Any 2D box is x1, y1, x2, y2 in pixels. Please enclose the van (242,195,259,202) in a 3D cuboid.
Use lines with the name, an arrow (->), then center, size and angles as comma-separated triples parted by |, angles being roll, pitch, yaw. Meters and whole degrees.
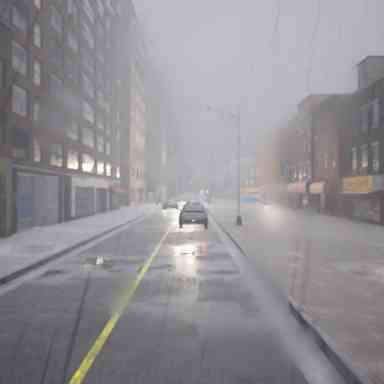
van -> 13.716, 1.480, 76.361 | 3.998, 1.788, 1.690 | 0, 0, 0

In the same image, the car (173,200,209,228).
car -> 0.093, 1.509, 22.249 | 2.128, 1.511, 4.902 | 0, 0, 0

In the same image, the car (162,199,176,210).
car -> -2.845, 1.630, 43.757 | 1.994, 1.385, 4.181 | 0, 0, 0
